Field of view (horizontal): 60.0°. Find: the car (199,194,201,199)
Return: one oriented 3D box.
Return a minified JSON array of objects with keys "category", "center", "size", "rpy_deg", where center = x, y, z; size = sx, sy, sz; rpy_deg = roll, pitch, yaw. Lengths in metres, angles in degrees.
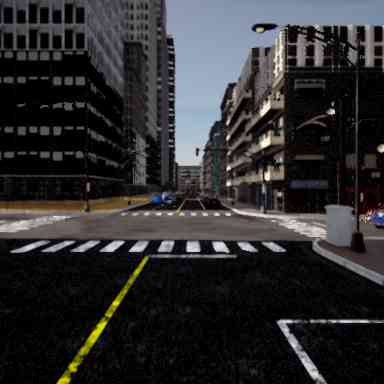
[{"category":"car","center":[2.689,1.115,69.496],"size":[2.008,1.369,4.403],"rpy_deg":[0,0,0]}]

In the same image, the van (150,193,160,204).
[{"category":"van","center":[-5.692,1.009,52.531],"size":[1.690,1.788,3.998],"rpy_deg":[0,0,0]}]

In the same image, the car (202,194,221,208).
[{"category":"car","center":[2.689,1.295,42.566],"size":[1.947,1.339,4.313],"rpy_deg":[0,0,0]}]

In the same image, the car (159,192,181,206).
[{"category":"car","center":[-3.064,1.186,48.213],"size":[2.128,1.511,4.902],"rpy_deg":[0,0,0]}]

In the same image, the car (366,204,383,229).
[{"category":"car","center":[13.808,1.511,20.644],"size":[4.553,1.767,2.097],"rpy_deg":[1,1,-1]}]

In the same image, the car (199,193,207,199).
[{"category":"car","center":[2.689,1.041,80.803],"size":[1.887,1.381,4.507],"rpy_deg":[0,0,0]}]

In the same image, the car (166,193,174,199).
[{"category":"car","center":[-5.691,1.013,86.458],"size":[2.008,1.369,4.403],"rpy_deg":[0,0,0]}]

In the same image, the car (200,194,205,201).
[{"category":"car","center":[2.688,1.213,52.533],"size":[1.887,1.381,4.507],"rpy_deg":[0,0,0]}]
